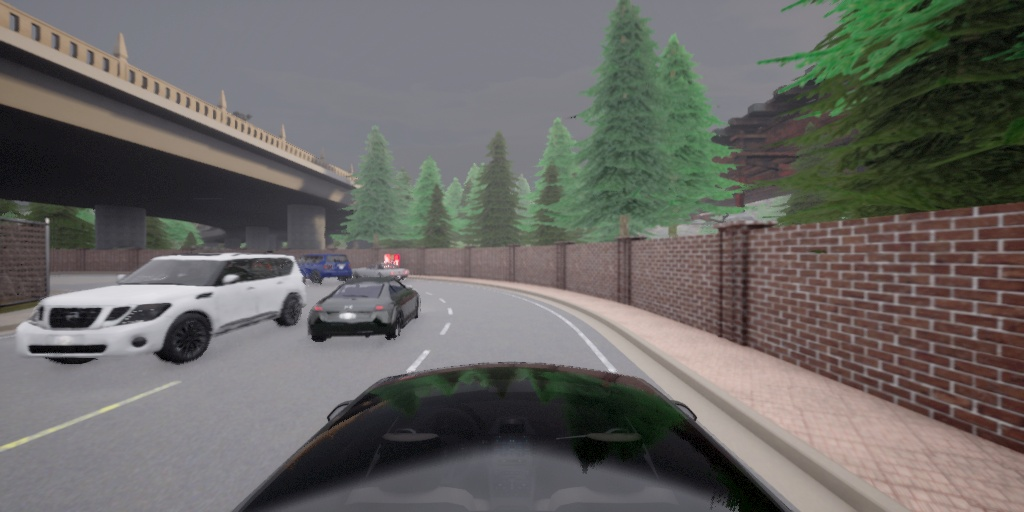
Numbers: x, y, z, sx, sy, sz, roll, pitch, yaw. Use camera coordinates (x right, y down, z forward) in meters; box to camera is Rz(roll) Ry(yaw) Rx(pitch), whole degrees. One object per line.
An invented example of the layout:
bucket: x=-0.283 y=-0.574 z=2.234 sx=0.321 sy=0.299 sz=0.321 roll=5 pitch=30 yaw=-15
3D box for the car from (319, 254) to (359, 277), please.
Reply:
car: x=-13.801 y=0.863 z=25.381 sx=5.566 sy=2.045 sz=2.150 roll=0 pitch=0 yaw=29

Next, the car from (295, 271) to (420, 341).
car: x=-3.779 y=1.277 z=9.843 sx=1.994 sy=1.385 sz=4.181 roll=0 pitch=0 yaw=-5

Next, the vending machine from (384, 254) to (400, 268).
vending machine: x=-10.669 y=0.807 z=31.971 sx=0.880 sy=2.100 sz=1.100 roll=0 pitch=0 yaw=26

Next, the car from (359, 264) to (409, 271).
car: x=-10.058 y=1.234 z=27.203 sx=4.718 sy=1.301 sz=1.895 roll=0 pitch=0 yaw=34

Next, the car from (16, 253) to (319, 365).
car: x=-7.044 y=0.941 z=8.321 sx=2.150 sy=2.045 sz=5.566 roll=0 pitch=0 yaw=-2
